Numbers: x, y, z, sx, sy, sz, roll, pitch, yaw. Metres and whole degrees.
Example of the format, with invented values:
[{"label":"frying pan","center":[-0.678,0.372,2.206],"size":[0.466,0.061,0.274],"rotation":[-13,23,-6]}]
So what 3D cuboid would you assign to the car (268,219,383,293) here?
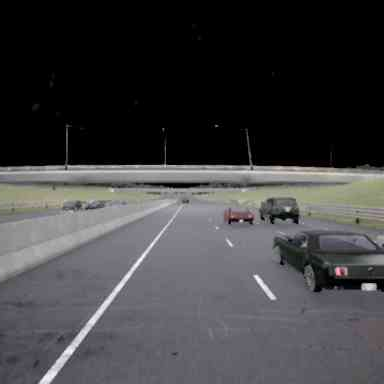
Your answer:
[{"label":"car","center":[3.593,1.652,8.966],"size":[1.895,1.301,4.718],"rotation":[0,0,0]}]

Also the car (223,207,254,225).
[{"label":"car","center":[3.536,1.811,26.137],"size":[1.895,1.301,4.718],"rotation":[0,-1,0]}]

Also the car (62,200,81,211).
[{"label":"car","center":[-17.809,2.007,49.721],"size":[1.837,1.490,4.892],"rotation":[0,-1,0]}]

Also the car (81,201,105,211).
[{"label":"car","center":[-14.307,2.051,49.792],"size":[2.033,1.411,5.357],"rotation":[0,-1,0]}]

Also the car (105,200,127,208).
[{"label":"car","center":[-10.810,1.987,49.223],"size":[2.128,1.511,4.902],"rotation":[0,-1,0]}]

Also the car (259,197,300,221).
[{"label":"car","center":[7.031,1.444,27.163],"size":[2.150,2.045,5.566],"rotation":[0,-1,0]}]
